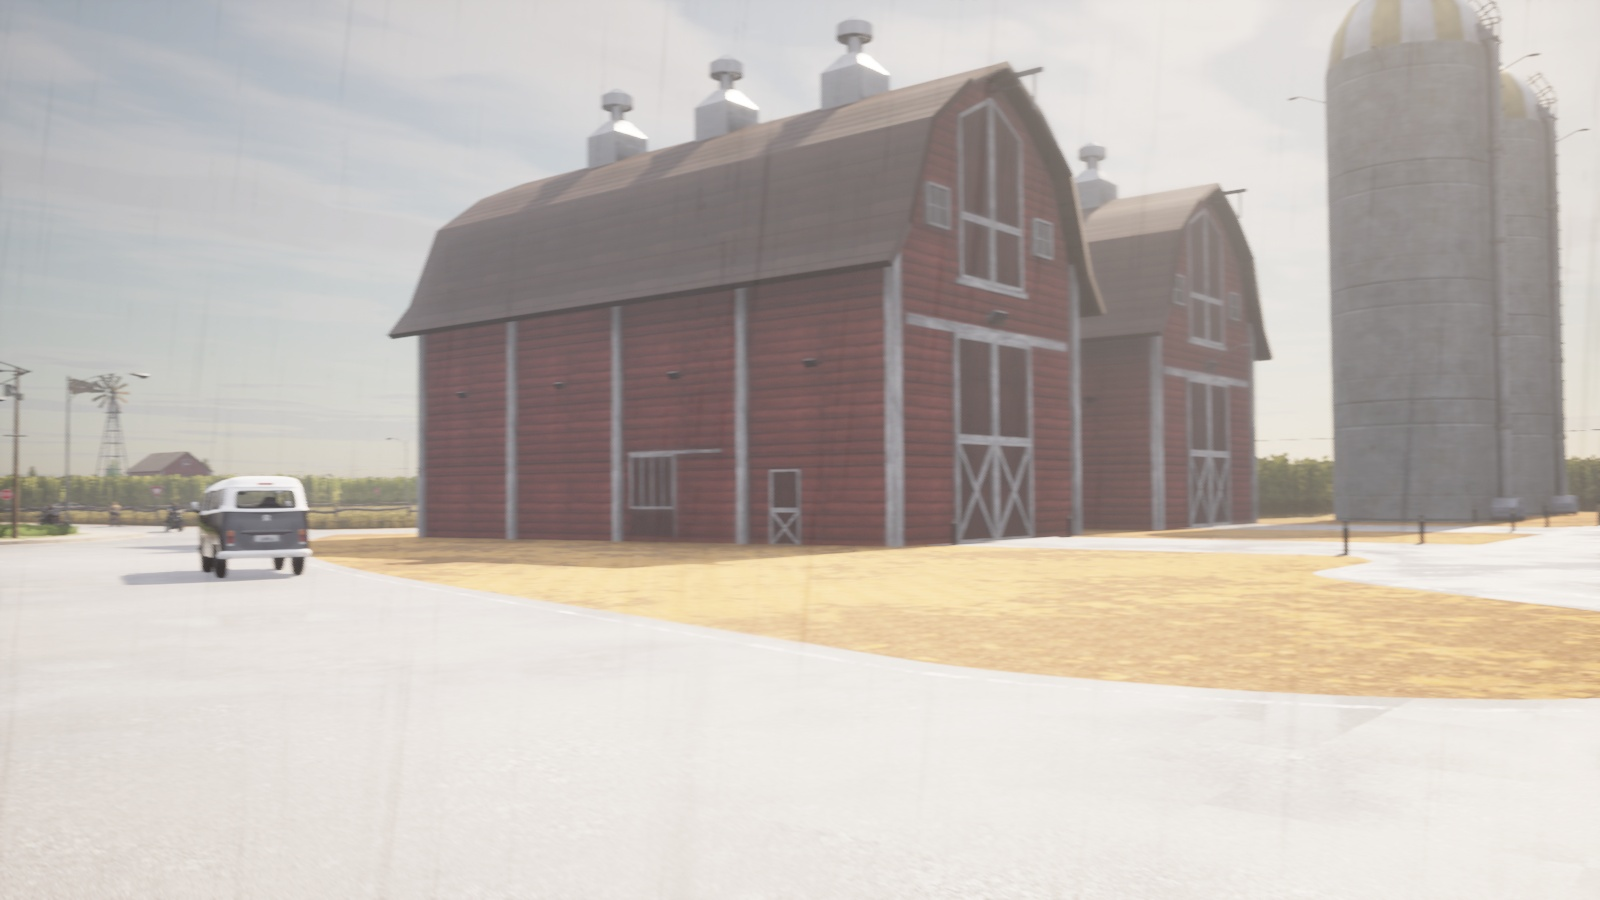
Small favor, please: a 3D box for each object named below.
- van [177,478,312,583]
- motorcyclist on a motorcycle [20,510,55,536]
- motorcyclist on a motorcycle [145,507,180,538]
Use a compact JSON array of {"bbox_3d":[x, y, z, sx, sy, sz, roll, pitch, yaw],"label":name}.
[{"bbox_3d":[-12.069,1.727,27.105,2.069,2.038,4.480,0,-4,-32],"label":"van"},{"bbox_3d":[-45.264,4.331,74.554,2.191,1.530,0.866,-2,-2,32],"label":"motorcyclist on a motorcycle"},{"bbox_3d":[-33.058,3.745,65.118,1.817,1.590,0.866,-2,-3,35],"label":"motorcyclist on a motorcycle"}]
